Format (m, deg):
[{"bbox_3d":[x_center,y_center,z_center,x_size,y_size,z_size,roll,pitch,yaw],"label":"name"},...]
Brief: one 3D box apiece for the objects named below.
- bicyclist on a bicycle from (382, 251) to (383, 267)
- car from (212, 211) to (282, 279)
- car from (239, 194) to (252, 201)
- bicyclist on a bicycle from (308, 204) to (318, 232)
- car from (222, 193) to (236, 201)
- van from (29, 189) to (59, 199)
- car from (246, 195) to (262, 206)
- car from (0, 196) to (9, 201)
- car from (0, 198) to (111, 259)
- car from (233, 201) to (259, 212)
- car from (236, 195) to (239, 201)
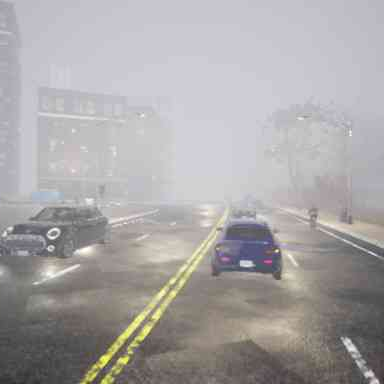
[{"bbox_3d":[5.604,1.469,9.130,0.659,1.776,1.843,1,0,9],"label":"bicyclist on a bicycle"},{"bbox_3d":[1.679,1.556,10.215,1.812,1.442,4.674,1,0,9],"label":"car"},{"bbox_3d":[12.316,1.413,74.125,2.150,2.045,5.566,1,0,4],"label":"car"},{"bbox_3d":[7.314,1.580,20.056,0.582,1.620,1.656,1,0,9],"label":"bicyclist on a bicycle"},{"bbox_3d":[10.106,1.347,92.552,2.150,2.045,5.566,1,0,2],"label":"car"},{"bbox_3d":[-21.113,0.528,47.901,3.998,1.788,1.690,2,-1,-22],"label":"van"},{"bbox_3d":[11.064,1.742,57.893,1.994,1.385,4.181,1,0,5],"label":"car"},{"bbox_3d":[-23.277,0.710,37.974,4.206,1.307,1.802,2,-1,-22],"label":"car"},{"bbox_3d":[-4.763,1.270,12.298,2.097,1.767,4.553,1,0,9],"label":"car"},{"bbox_3d":[4.374,1.676,28.078,1.895,1.301,4.718,1,0,8],"label":"car"},{"bbox_3d":[13.364,1.530,92.754,2.097,1.767,4.553,1,0,2],"label":"car"}]
